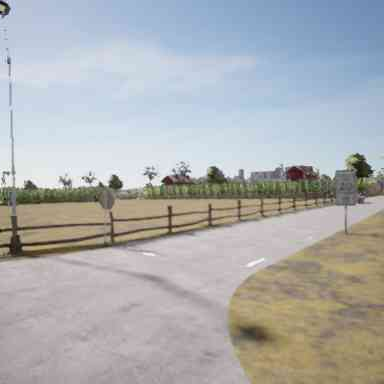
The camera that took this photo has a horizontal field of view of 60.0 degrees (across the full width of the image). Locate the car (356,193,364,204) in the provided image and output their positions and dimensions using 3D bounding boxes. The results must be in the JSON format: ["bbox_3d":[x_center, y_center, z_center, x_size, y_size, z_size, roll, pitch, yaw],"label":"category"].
[{"bbox_3d":[21.657,0.804,44.467,1.994,1.385,4.181,-1,1,36],"label":"car"}]
